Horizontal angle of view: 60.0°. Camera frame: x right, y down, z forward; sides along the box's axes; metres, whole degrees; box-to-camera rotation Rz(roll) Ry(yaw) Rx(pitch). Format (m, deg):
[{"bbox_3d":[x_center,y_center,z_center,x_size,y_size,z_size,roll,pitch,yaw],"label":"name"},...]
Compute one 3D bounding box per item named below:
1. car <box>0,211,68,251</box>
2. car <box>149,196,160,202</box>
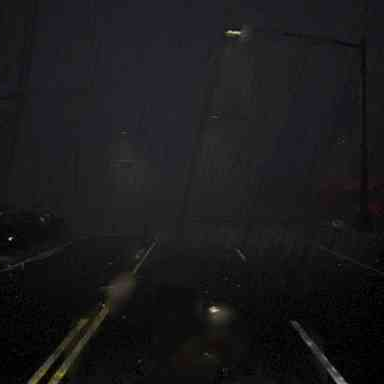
[{"bbox_3d":[-7.099,1.551,14.308,2.033,1.411,5.357,0,0,0],"label":"car"},{"bbox_3d":[-10.490,2.030,89.966,1.812,1.442,4.674,0,0,0],"label":"car"}]
